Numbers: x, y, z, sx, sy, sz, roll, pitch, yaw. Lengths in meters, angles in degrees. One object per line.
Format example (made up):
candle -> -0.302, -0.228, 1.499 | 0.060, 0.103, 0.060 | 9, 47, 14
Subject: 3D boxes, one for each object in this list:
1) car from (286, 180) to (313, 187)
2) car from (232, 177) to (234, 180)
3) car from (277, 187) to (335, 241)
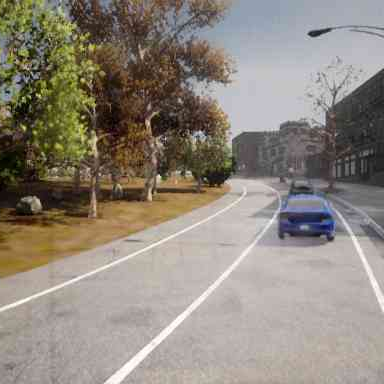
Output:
car -> 9.039, -0.207, 27.770 | 1.837, 1.490, 4.892 | 0, 4, 14
car -> 7.885, -3.428, 73.629 | 1.837, 1.490, 4.892 | 1, 4, -7
car -> 4.553, 0.830, 13.228 | 1.882, 1.535, 5.008 | 0, 4, 20
